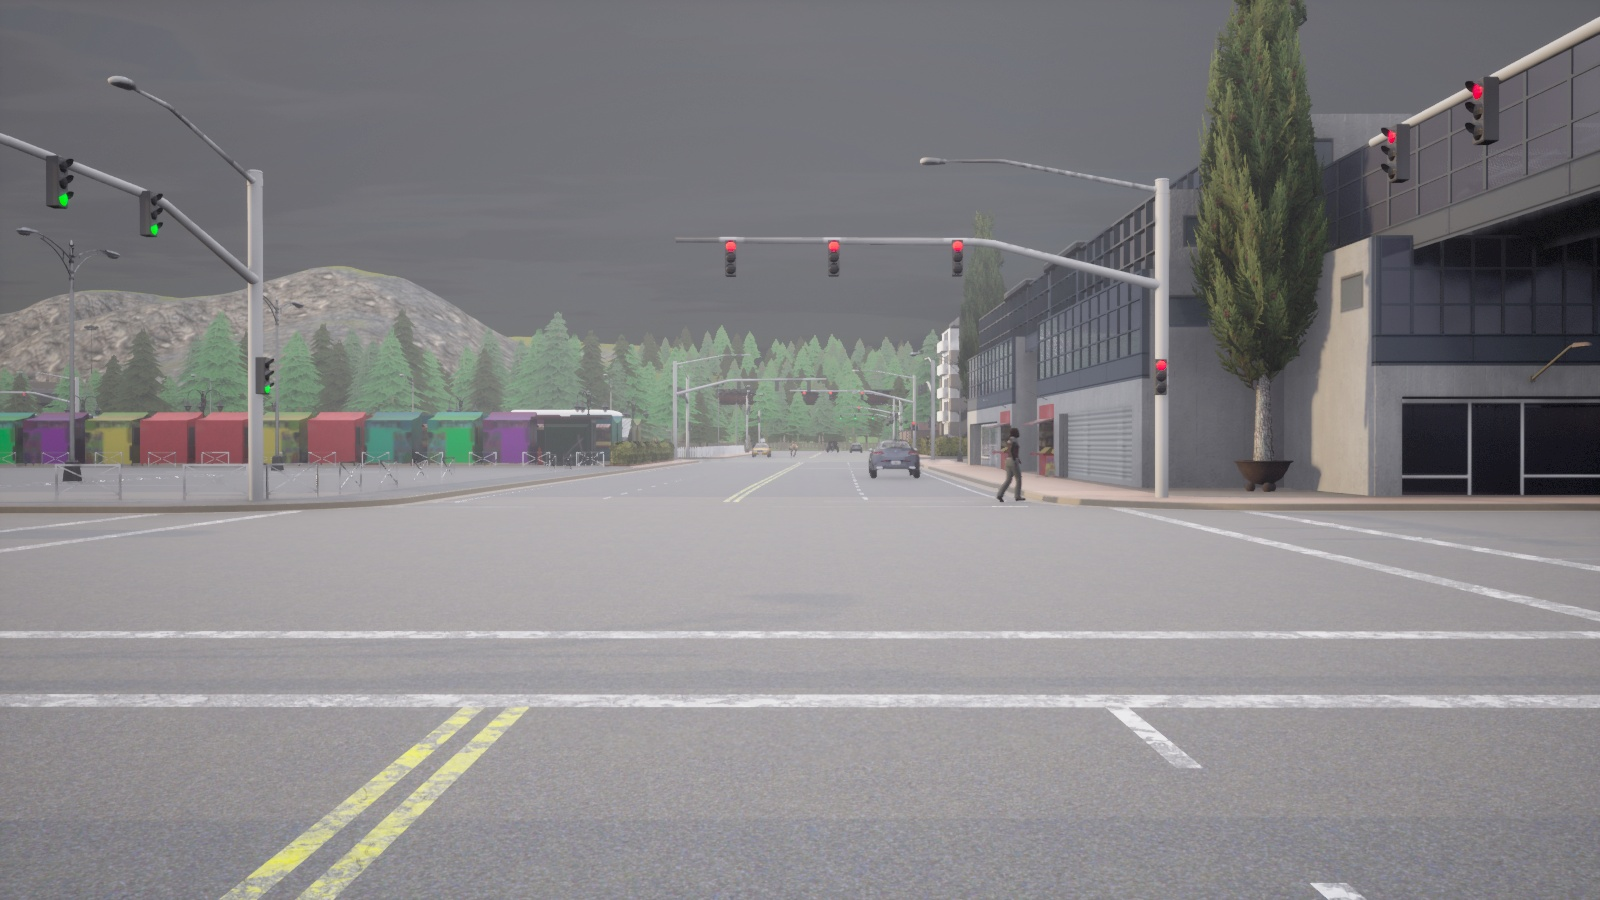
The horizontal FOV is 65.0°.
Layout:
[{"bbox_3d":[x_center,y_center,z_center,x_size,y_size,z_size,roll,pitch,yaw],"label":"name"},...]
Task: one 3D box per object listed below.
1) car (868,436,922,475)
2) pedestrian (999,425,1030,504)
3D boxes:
[{"bbox_3d":[4.101,0.217,55.214,2.152,1.651,5.027,0,0,2],"label":"car"},{"bbox_3d":[5.305,0.354,31.081,0.666,1.930,0.402,0,0,-7],"label":"pedestrian"}]
